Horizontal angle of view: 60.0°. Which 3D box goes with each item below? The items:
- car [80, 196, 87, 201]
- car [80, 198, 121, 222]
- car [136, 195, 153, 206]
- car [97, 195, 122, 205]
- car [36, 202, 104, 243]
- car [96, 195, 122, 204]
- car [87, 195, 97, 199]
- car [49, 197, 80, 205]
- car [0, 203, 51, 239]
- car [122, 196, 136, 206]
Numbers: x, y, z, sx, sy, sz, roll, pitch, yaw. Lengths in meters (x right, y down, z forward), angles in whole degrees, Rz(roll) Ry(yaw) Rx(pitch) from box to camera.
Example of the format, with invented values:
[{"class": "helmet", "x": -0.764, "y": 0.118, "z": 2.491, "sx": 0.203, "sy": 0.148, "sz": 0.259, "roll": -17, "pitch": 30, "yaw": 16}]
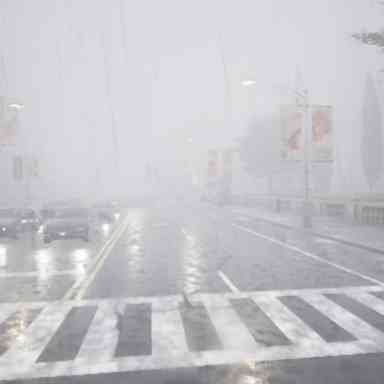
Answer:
[{"class": "car", "x": -12.920, "y": 1.373, "z": 36.582, "sx": 1.837, "sy": 1.490, "sz": 4.892, "roll": -1, "pitch": 0, "yaw": -21}, {"class": "car", "x": -6.881, "y": 1.435, "z": 25.524, "sx": 2.033, "sy": 1.411, "sz": 5.357, "roll": -1, "pitch": 0, "yaw": -8}, {"class": "car", "x": -7.693, "y": 1.215, "z": 50.025, "sx": 2.128, "sy": 1.511, "sz": 4.902, "roll": -1, "pitch": 0, "yaw": -36}, {"class": "car", "x": -8.940, "y": 1.313, "z": 35.777, "sx": 1.882, "sy": 1.535, "sz": 5.008, "roll": -1, "pitch": 0, "yaw": -17}, {"class": "car", "x": -5.573, "y": 1.447, "z": 15.865, "sx": 1.837, "sy": 1.490, "sz": 4.892, "roll": -1, "pitch": 0, "yaw": -8}, {"class": "car", "x": -14.413, "y": 1.238, "z": 57.864, "sx": 4.892, "sy": 1.490, "sz": 1.837, "roll": 0, "pitch": 1, "yaw": 39}, {"class": "car", "x": -16.829, "y": 1.252, "z": 55.332, "sx": 5.008, "sy": 1.535, "sz": 1.882, "roll": 0, "pitch": 1, "yaw": 39}, {"class": "car", "x": -10.607, "y": 1.393, "z": 26.596, "sx": 1.882, "sy": 1.535, "sz": 5.008, "roll": -1, "pitch": 0, "yaw": -9}, {"class": "car", "x": -9.256, "y": 1.516, "z": 17.122, "sx": 2.033, "sy": 1.411, "sz": 5.357, "roll": -1, "pitch": 0, "yaw": -8}, {"class": "car", "x": -10.186, "y": 1.243, "z": 47.481, "sx": 1.882, "sy": 1.535, "sz": 5.008, "roll": -1, "pitch": 0, "yaw": -32}]
